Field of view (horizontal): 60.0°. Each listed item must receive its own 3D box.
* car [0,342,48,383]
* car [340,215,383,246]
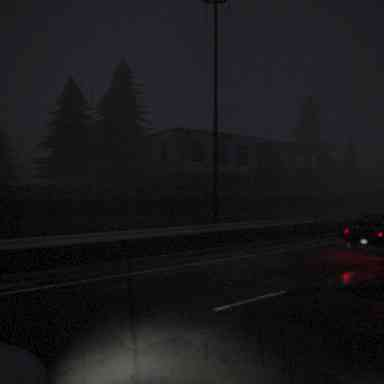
[{"bbox_3d":[-3.144,1.526,1.503,4.674,1.442,1.812,0,0,-36],"label":"car"},{"bbox_3d":[8.390,1.599,14.033,4.718,1.301,1.895,0,0,-36],"label":"car"}]
